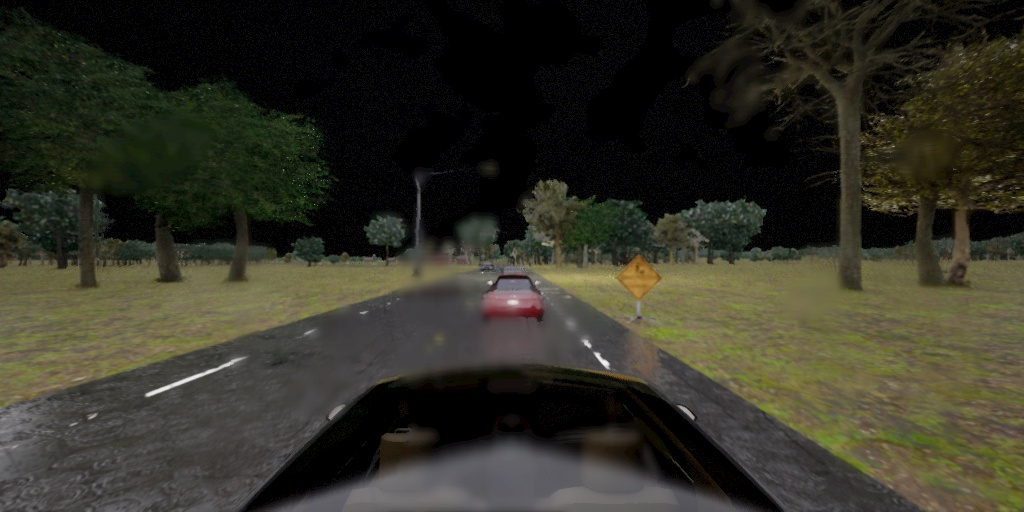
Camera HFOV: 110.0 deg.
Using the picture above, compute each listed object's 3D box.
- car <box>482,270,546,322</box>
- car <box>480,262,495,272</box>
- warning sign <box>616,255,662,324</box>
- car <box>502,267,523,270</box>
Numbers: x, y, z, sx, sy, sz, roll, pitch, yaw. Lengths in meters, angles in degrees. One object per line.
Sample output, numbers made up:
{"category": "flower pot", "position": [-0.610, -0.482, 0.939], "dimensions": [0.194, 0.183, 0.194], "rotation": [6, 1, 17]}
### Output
{"category": "car", "position": [0.070, 1.344, 12.487], "dimensions": [1.994, 1.385, 4.181], "rotation": [0, 0, 0]}
{"category": "car", "position": [-3.564, 1.603, 52.620], "dimensions": [1.994, 1.385, 4.181], "rotation": [0, -1, 0]}
{"category": "warning sign", "position": [3.551, 0.888, 10.090], "dimensions": [1.300, 1.860, 1.060], "rotation": [0, 0, 0]}
{"category": "car", "position": [0.064, 1.430, 26.500], "dimensions": [1.895, 1.301, 4.718], "rotation": [0, 0, 0]}
